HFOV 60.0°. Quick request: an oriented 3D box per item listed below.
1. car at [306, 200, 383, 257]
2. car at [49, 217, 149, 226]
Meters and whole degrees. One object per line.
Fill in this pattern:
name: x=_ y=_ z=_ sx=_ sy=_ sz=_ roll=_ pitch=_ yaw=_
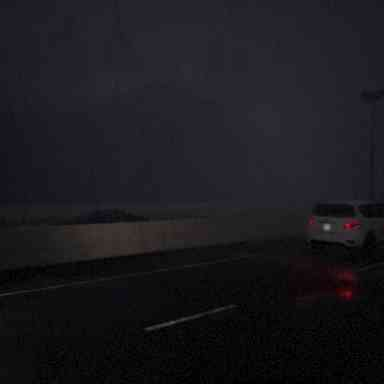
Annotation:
car: x=6.977 y=1.361 z=13.831 sx=5.566 sy=2.045 sz=2.150 roll=1 pitch=0 yaw=-40
car: x=-4.827 y=1.640 z=18.002 sx=5.357 sy=1.411 sz=2.033 roll=1 pitch=0 yaw=-38
